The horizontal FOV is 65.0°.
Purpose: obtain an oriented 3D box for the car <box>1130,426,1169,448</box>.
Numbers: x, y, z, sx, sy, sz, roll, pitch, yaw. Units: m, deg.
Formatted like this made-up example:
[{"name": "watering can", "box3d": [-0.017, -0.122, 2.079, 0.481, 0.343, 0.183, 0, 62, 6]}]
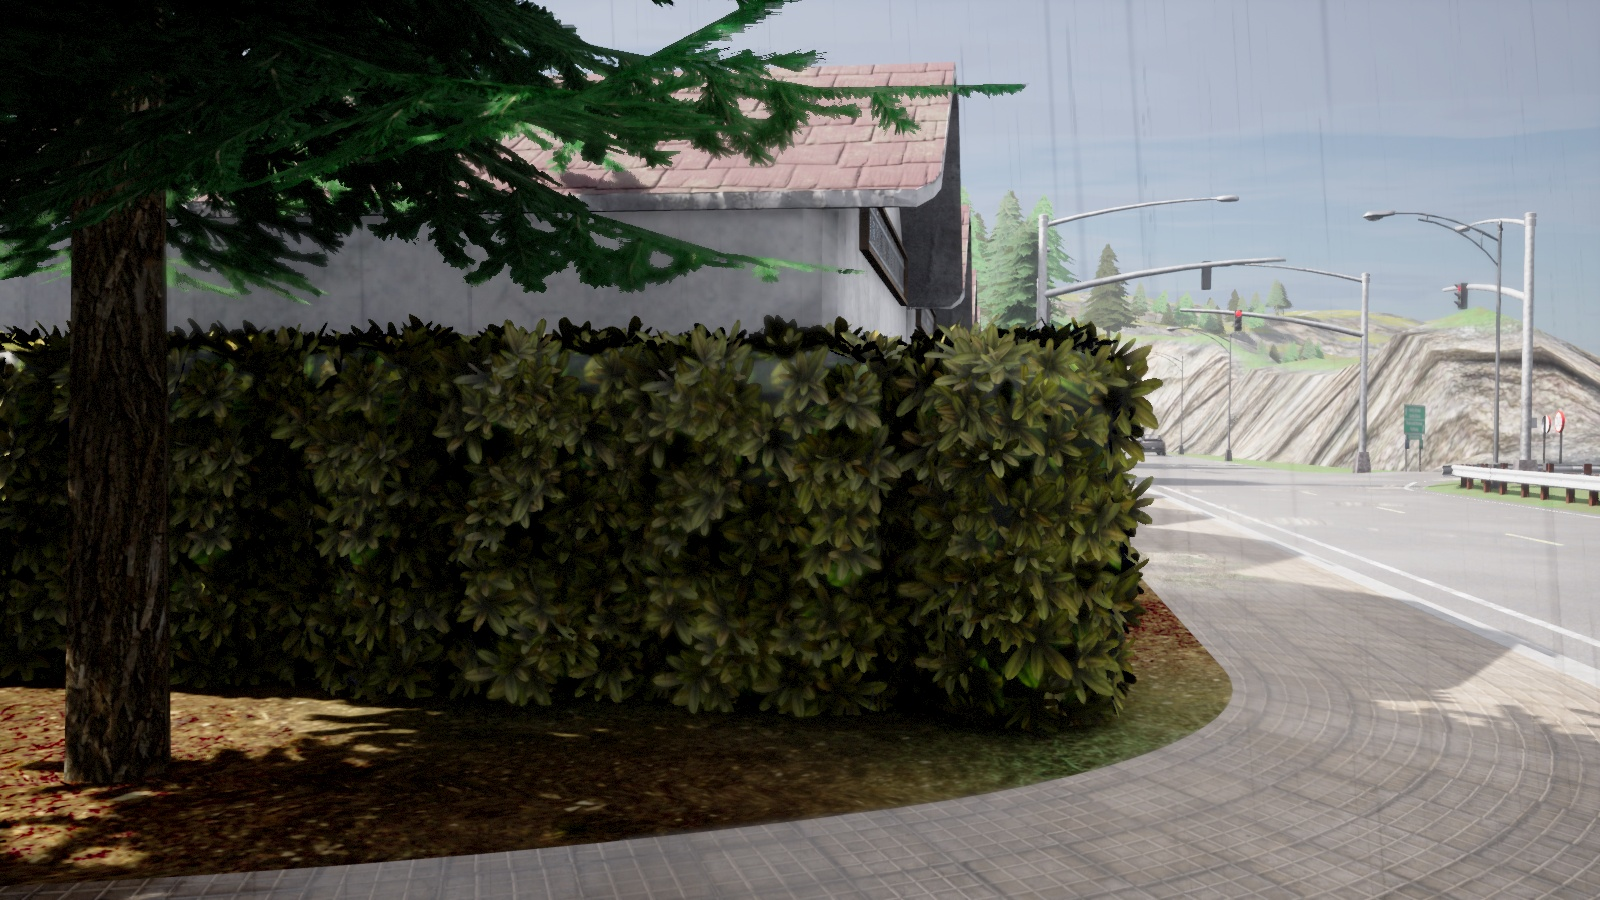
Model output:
[{"name": "car", "box3d": [24.596, -0.935, 88.454, 2.128, 1.511, 4.902, 0, 1, 9]}]
